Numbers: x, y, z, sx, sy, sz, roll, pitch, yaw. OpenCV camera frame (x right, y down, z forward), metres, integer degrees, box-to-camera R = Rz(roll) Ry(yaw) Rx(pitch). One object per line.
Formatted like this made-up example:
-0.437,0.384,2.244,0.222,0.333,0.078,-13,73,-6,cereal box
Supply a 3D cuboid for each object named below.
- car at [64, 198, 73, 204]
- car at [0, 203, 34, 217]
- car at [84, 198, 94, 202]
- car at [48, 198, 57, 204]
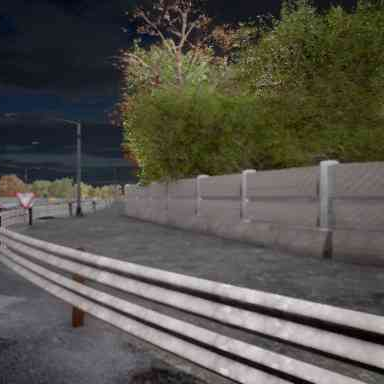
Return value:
-30.420,2.179,81.766,2.128,1.511,4.902,0,-1,-25,car
-17.582,1.848,33.364,1.882,1.535,5.008,-1,0,-5,car
-25.490,2.184,82.182,1.994,1.385,4.181,0,0,-9,car
-33.661,2.138,80.445,1.882,1.535,5.008,0,-1,-25,car
